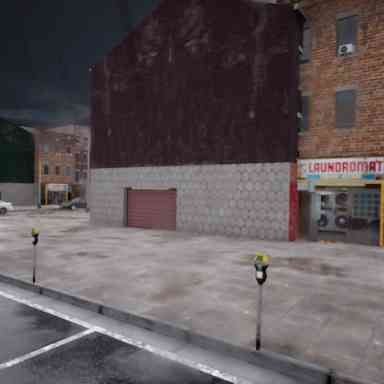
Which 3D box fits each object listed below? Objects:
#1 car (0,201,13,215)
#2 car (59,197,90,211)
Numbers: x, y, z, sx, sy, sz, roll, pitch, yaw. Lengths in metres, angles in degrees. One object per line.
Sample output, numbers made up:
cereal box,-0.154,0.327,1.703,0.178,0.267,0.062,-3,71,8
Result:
car,-19.081,1.403,30.690,1.812,1.442,4.674,1,1,34
car,-13.120,1.343,38.979,1.837,1.490,4.892,1,1,36
